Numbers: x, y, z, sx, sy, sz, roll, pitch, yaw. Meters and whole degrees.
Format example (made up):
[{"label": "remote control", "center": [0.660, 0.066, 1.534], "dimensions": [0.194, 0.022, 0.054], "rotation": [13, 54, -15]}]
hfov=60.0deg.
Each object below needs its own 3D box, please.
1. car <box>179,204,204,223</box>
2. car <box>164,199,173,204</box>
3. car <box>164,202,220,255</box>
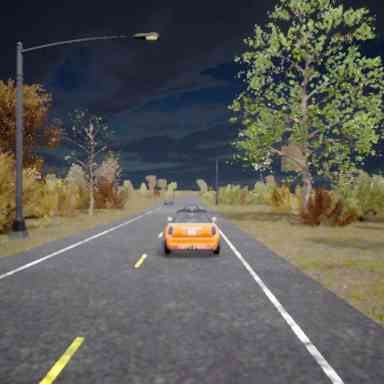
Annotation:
[{"label": "car", "center": [-0.038, 1.839, 29.304], "dimensions": [1.994, 1.385, 4.181], "rotation": [0, 0, 0]}, {"label": "car", "center": [-5.020, 2.189, 72.327], "dimensions": [1.994, 1.385, 4.181], "rotation": [0, 0, -7]}, {"label": "car", "center": [0.003, 1.483, 14.089], "dimensions": [2.097, 1.767, 4.553], "rotation": [0, -1, 0]}]
